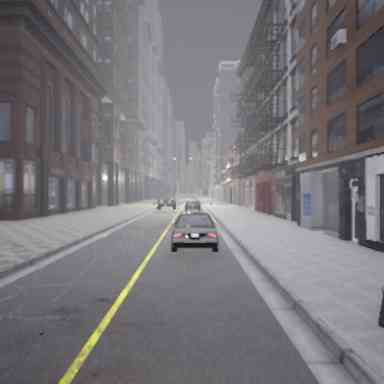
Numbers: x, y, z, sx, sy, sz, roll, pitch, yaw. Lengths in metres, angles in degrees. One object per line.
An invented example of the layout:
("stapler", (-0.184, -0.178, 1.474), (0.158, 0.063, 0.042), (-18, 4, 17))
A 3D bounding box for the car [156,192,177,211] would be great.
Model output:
("car", (-2.995, 1.059, 40.321), (2.150, 2.045, 5.566), (0, 0, 0))

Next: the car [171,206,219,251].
("car", (0.103, 1.553, 14.034), (2.033, 1.411, 5.357), (0, 0, 0))

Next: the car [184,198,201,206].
("car", (0.106, 1.520, 40.675), (2.128, 1.511, 4.902), (0, 0, 0))
